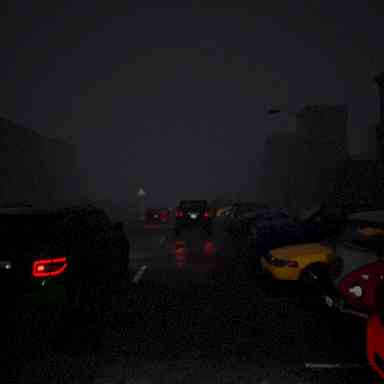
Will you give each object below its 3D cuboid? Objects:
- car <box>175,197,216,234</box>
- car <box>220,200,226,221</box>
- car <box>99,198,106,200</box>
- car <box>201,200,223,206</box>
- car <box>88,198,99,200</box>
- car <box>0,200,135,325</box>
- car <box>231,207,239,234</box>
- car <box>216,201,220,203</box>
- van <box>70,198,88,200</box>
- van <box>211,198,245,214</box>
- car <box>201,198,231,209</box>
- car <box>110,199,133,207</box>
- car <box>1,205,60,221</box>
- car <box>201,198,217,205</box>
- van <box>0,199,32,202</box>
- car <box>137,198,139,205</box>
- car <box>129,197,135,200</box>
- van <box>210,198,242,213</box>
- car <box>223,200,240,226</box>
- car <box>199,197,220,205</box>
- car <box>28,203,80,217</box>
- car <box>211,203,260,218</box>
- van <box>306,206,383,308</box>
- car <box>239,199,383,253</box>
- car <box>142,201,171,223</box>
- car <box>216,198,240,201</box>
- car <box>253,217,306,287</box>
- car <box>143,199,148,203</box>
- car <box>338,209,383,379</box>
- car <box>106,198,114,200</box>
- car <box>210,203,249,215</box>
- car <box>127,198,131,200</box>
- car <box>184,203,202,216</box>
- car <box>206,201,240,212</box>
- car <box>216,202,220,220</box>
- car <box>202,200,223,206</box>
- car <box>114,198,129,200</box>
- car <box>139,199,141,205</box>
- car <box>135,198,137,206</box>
[{"bbox_3d":[0.087,1.483,21.108,2.150,2.045,5.566,0,-1,0],"label":"car"},{"bbox_3d":[4.663,1.674,25.239,4.553,1.767,2.185,0,-1,0],"label":"car"},{"bbox_3d":[-15.581,2.072,48.765,4.553,1.767,2.185,0,-1,0],"label":"car"},{"bbox_3d":[4.869,2.622,80.809,5.366,1.575,1.946,0,-1,0],"label":"car"},{"bbox_3d":[-15.570,1.858,43.129,5.566,2.045,2.435,0,-1,0],"label":"car"},{"bbox_3d":[-2.905,1.307,7.401,2.150,2.045,5.566,0,-1,0],"label":"car"},{"bbox_3d":[4.693,1.685,16.899,4.892,1.521,2.231,0,-1,0],"label":"car"},{"bbox_3d":[4.686,1.883,30.791,5.008,1.535,2.097,0,-1,0],"label":"car"},{"bbox_3d":[-15.422,1.839,40.371,4.442,1.987,1.878,0,-1,0],"label":"van"},{"bbox_3d":[4.798,1.872,44.691,4.442,1.987,1.878,0,-1,0],"label":"van"},{"bbox_3d":[4.641,2.136,64.147,5.566,2.045,2.435,0,-1,0],"label":"car"},{"bbox_3d":[-15.553,2.420,73.460,4.553,1.767,2.185,0,-1,0],"label":"car"},{"bbox_3d":[-15.524,1.972,32.095,4.674,1.452,2.002,0,-1,0],"label":"car"},{"bbox_3d":[4.750,2.707,94.740,4.553,1.767,2.185,0,-1,0],"label":"car"},{"bbox_3d":[-15.636,1.621,26.584,4.442,1.987,1.878,0,-1,0],"label":"van"},{"bbox_3d":[-15.590,2.655,78.973,4.674,1.452,2.002,0,-1,0],"label":"car"},{"bbox_3d":[-15.552,2.258,70.705,5.566,2.045,2.435,0,-1,0],"label":"car"},{"bbox_3d":[4.797,1.914,47.470,4.442,1.987,1.878,0,-1,0],"label":"van"},{"bbox_3d":[4.664,1.635,22.458,4.553,1.767,2.185,0,-1,0],"label":"car"},{"bbox_3d":[4.739,2.537,91.929,5.566,2.045,2.435,0,-1,0],"label":"car"},{"bbox_3d":[-15.540,2.020,37.610,5.008,1.535,2.097,0,-1,0],"label":"car"},{"bbox_3d":[4.682,1.968,36.350,5.008,1.535,2.097,0,-1,0],"label":"car"},{"bbox_3d":[4.589,1.320,5.787,4.442,1.987,1.878,0,-1,0],"label":"van"},{"bbox_3d":[4.674,1.361,11.344,5.566,2.045,2.435,0,-1,0],"label":"car"},{"bbox_3d":[-2.919,1.859,29.302,1.882,1.535,5.008,0,-1,0],"label":"car"},{"bbox_3d":[4.720,1.799,33.574,4.553,1.767,2.185,0,-1,0],"label":"car"},{"bbox_3d":[4.519,1.576,8.563,5.366,1.575,1.946,0,-1,0],"label":"car"},{"bbox_3d":[-15.580,2.512,90.005,5.566,2.045,2.435,0,-1,0],"label":"car"},{"bbox_3d":[4.679,1.262,3.010,5.566,2.045,2.435,0,-1,0],"label":"car"},{"bbox_3d":[-15.582,1.987,51.402,5.566,2.045,2.435,0,-1,0],"label":"car"},{"bbox_3d":[4.686,2.095,41.908,4.674,1.452,2.002,0,-1,0],"label":"car"},{"bbox_3d":[-15.579,2.513,67.942,4.674,1.452,2.002,0,-1,0],"label":"car"},{"bbox_3d":[0.076,2.097,40.298,2.033,1.411,5.357,0,-1,0],"label":"car"},{"bbox_3d":[4.672,2.183,50.246,4.892,1.521,2.231,0,-1,0],"label":"car"},{"bbox_3d":[4.698,1.842,28.014,4.892,1.521,2.231,0,-1,0],"label":"car"},{"bbox_3d":[4.705,2.615,78.031,4.792,1.488,2.163,0,-1,0],"label":"car"},{"bbox_3d":[-15.544,2.466,65.185,4.792,1.488,2.163,0,-1,0],"label":"car"},{"bbox_3d":[-15.591,2.650,81.731,5.008,1.535,2.097,0,-1,0],"label":"car"},{"bbox_3d":[-15.586,2.619,76.085,4.674,1.452,2.002,0,-1,0],"label":"car"}]
